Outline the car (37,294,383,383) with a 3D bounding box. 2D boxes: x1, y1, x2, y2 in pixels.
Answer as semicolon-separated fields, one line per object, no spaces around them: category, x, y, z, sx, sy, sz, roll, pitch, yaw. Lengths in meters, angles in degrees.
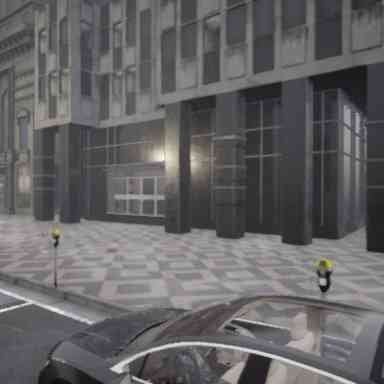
car;0.543;1.551;2.573;4.403;1.369;2.008;0;0;35
